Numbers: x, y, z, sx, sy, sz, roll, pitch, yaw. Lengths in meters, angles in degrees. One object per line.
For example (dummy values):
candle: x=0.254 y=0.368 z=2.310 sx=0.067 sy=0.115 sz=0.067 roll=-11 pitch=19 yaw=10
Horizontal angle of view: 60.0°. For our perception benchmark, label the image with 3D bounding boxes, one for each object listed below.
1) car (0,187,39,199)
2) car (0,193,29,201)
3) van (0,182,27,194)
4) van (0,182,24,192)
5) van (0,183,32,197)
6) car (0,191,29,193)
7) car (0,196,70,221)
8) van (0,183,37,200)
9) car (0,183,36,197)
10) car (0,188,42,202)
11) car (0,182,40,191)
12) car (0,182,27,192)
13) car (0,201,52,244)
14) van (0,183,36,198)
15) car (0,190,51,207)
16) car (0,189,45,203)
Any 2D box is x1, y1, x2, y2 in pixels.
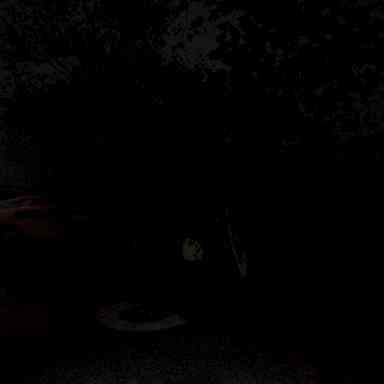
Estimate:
car: x=-23.097 y=0.132 z=43.919 sx=5.008 sy=1.535 sz=2.097 roll=1 pitch=1 yaw=-30
car: x=-8.079 y=1.123 z=17.577 sx=4.553 sy=1.767 sz=2.185 roll=1 pitch=2 yaw=-30
van: x=-34.011 y=-0.762 z=63.331 sx=4.442 sy=1.987 sz=1.878 roll=1 pitch=1 yaw=-30
van: x=-39.488 y=-1.095 z=72.958 sx=4.442 sy=1.987 sz=1.878 roll=1 pitch=1 yaw=-30
van: x=-25.935 y=-0.262 z=48.667 sx=4.442 sy=1.987 sz=1.878 roll=1 pitch=1 yaw=-30
car: x=-12.316 y=0.925 z=24.583 sx=5.366 sy=1.575 sz=1.946 roll=1 pitch=2 yaw=-30
car: x=-10.790 y=1.078 z=22.269 sx=4.674 sy=1.452 sz=2.002 roll=1 pitch=2 yaw=-30
van: x=-21.812 y=-0.009 z=41.438 sx=4.442 sy=1.987 sz=1.878 roll=1 pitch=1 yaw=-30
car: x=-27.226 y=-0.370 z=51.117 sx=5.566 sy=2.045 sz=2.435 roll=1 pitch=1 yaw=-30
car: x=-20.340 y=0.337 z=39.120 sx=4.792 sy=1.488 sz=2.163 roll=1 pitch=1 yaw=-30
car: x=-14.859 y=0.466 z=29.494 sx=5.566 sy=2.045 sz=2.435 roll=1 pitch=2 yaw=-30
car: x=-38.244 y=-1.039 z=70.479 sx=5.566 sy=2.045 sz=2.435 roll=1 pitch=1 yaw=-30
car: x=-6.746 y=1.355 z=15.156 sx=5.008 sy=1.535 sz=2.097 roll=1 pitch=2 yaw=-30
van: x=-24.363 y=-0.175 z=46.376 sx=4.442 sy=1.987 sz=1.878 roll=1 pitch=1 yaw=-30
car: x=-16.286 y=0.638 z=31.879 sx=4.792 sy=1.488 sz=2.163 roll=1 pitch=2 yaw=-30
car: x=-19.035 y=0.428 z=36.828 sx=4.792 sy=1.488 sz=2.163 roll=1 pitch=2 yaw=-30
